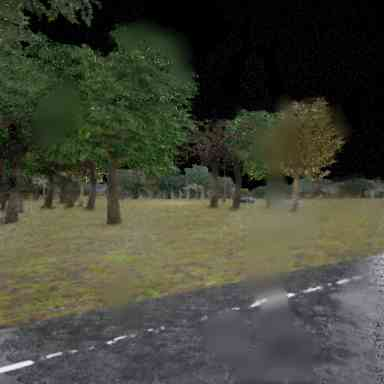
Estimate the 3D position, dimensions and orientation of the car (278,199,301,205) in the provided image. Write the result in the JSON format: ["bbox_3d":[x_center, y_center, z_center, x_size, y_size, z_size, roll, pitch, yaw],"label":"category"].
[{"bbox_3d":[20.316,2.138,69.779,1.895,1.301,4.718,1,-1,-32],"label":"car"}]

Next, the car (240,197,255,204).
[{"bbox_3d":[13.220,1.917,80.997,2.097,1.767,4.553,1,-1,-32],"label":"car"}]
